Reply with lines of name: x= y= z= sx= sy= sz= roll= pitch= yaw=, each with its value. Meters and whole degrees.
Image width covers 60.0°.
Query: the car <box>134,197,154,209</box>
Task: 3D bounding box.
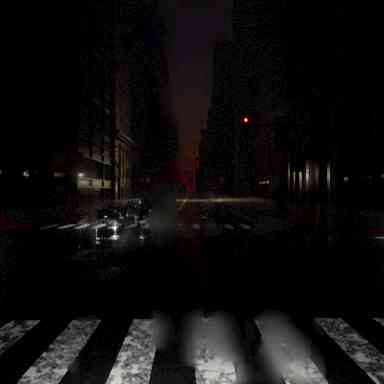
car: x=-6.610 y=1.463 z=46.420 sx=2.128 sy=1.511 sz=4.902 roll=0 pitch=0 yaw=0

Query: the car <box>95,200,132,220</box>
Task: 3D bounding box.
car: x=-6.629 y=1.588 z=27.896 sx=1.895 sy=1.301 sz=4.718 roll=0 pitch=0 yaw=1

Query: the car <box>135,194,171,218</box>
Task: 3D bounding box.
car: x=-3.361 y=1.207 z=29.943 sx=2.150 sy=2.045 sz=5.566 roll=0 pitch=0 yaw=0

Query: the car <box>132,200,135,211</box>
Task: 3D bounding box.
car: x=-6.614 y=1.581 z=37.012 sx=1.895 sy=1.301 sz=4.718 roll=0 pitch=0 yaw=0

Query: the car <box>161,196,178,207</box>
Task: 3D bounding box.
car: x=-3.352 y=1.458 z=50.459 sx=2.128 sy=1.511 sz=4.902 roll=0 pitch=0 yaw=0

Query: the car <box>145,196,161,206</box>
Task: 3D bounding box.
car: x=-6.582 y=1.503 z=57.075 sx=2.033 sy=1.411 sz=5.357 roll=0 pitch=0 yaw=0

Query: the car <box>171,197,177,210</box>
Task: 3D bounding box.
car: x=-3.362 y=1.469 z=40.036 sx=2.128 sy=1.511 sz=4.902 roll=0 pitch=0 yaw=0
